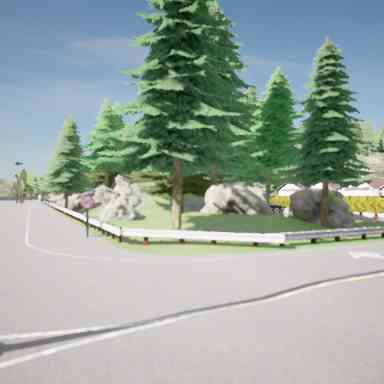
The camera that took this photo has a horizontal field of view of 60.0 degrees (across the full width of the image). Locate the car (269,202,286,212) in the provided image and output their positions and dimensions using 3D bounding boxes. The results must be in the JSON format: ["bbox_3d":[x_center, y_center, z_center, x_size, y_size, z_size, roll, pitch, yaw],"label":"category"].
[{"bbox_3d":[10.174,1.978,43.629,1.895,1.301,4.718,0,-1,-26],"label":"car"}]
